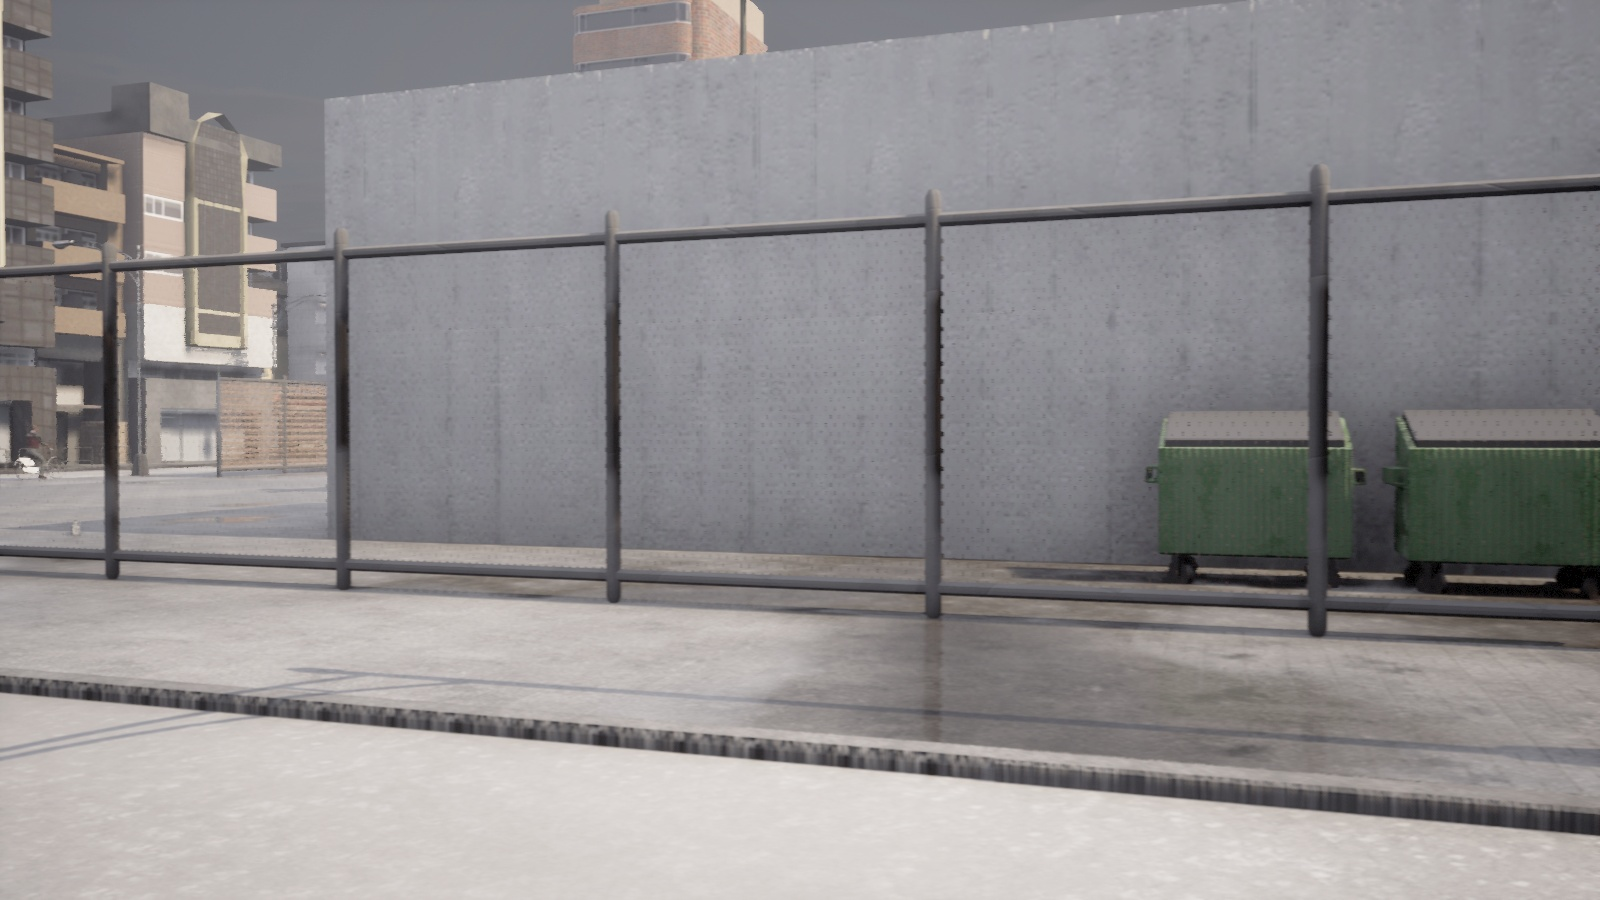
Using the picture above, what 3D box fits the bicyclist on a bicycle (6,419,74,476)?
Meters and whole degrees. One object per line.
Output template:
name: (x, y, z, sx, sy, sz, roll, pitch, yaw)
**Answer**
bicyclist on a bicycle: (-24.232, -0.103, 40.075, 0.659, 1.776, 1.843, 1, 1, 19)
